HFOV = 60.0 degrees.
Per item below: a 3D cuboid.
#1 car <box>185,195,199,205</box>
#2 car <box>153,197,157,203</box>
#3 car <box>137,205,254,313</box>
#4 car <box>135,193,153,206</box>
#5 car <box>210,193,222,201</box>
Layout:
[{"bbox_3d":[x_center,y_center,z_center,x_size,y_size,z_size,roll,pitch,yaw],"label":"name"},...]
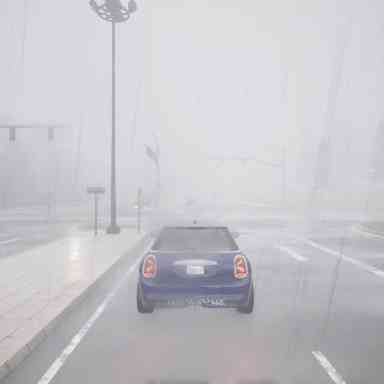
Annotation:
[{"bbox_3d":[-0.157,1.525,54.623,1.812,1.442,4.674,0,0,-1],"label":"car"},{"bbox_3d":[-8.363,1.547,65.596,2.033,1.411,5.357,0,0,0],"label":"car"},{"bbox_3d":[0.072,1.352,7.803,2.097,1.767,4.553,0,0,0],"label":"car"},{"bbox_3d":[-8.265,1.352,55.982,2.097,1.767,4.553,0,0,-1],"label":"car"},{"bbox_3d":[6.363,1.214,84.913,2.150,2.045,5.566,0,0,-1],"label":"car"}]
